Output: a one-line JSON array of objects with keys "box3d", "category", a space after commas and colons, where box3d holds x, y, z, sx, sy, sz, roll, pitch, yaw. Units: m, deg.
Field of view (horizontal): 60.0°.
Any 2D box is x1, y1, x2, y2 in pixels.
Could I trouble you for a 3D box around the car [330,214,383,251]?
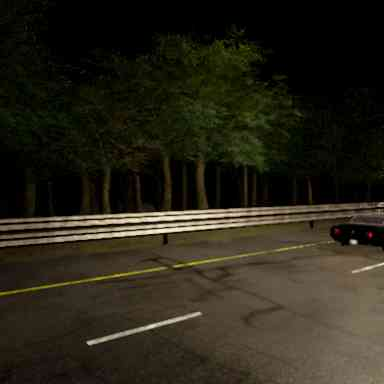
[{"box3d": [7.817, 1.554, 13.647, 4.718, 1.301, 1.895, 0, 0, -35], "category": "car"}]
